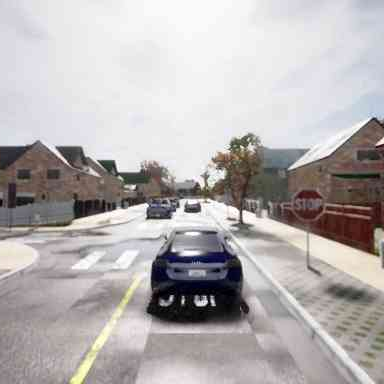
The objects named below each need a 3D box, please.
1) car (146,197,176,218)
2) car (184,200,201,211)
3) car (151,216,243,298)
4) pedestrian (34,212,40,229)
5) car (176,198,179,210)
[{"bbox_3d":[-2.848,1.373,29.967,2.097,1.767,4.553,0,0,0],"label":"car"},{"bbox_3d":[0.050,1.607,40.439,1.994,1.385,4.181,0,0,1],"label":"car"},{"bbox_3d":[0.101,1.552,8.575,1.994,1.385,4.181,0,0,0],"label":"car"},{"bbox_3d":[-9.911,1.813,21.307,0.500,1.100,0.500,0,-2,5],"label":"pedestrian"},{"bbox_3d":[-2.843,1.548,40.073,1.837,1.490,4.892,0,0,0],"label":"car"}]
